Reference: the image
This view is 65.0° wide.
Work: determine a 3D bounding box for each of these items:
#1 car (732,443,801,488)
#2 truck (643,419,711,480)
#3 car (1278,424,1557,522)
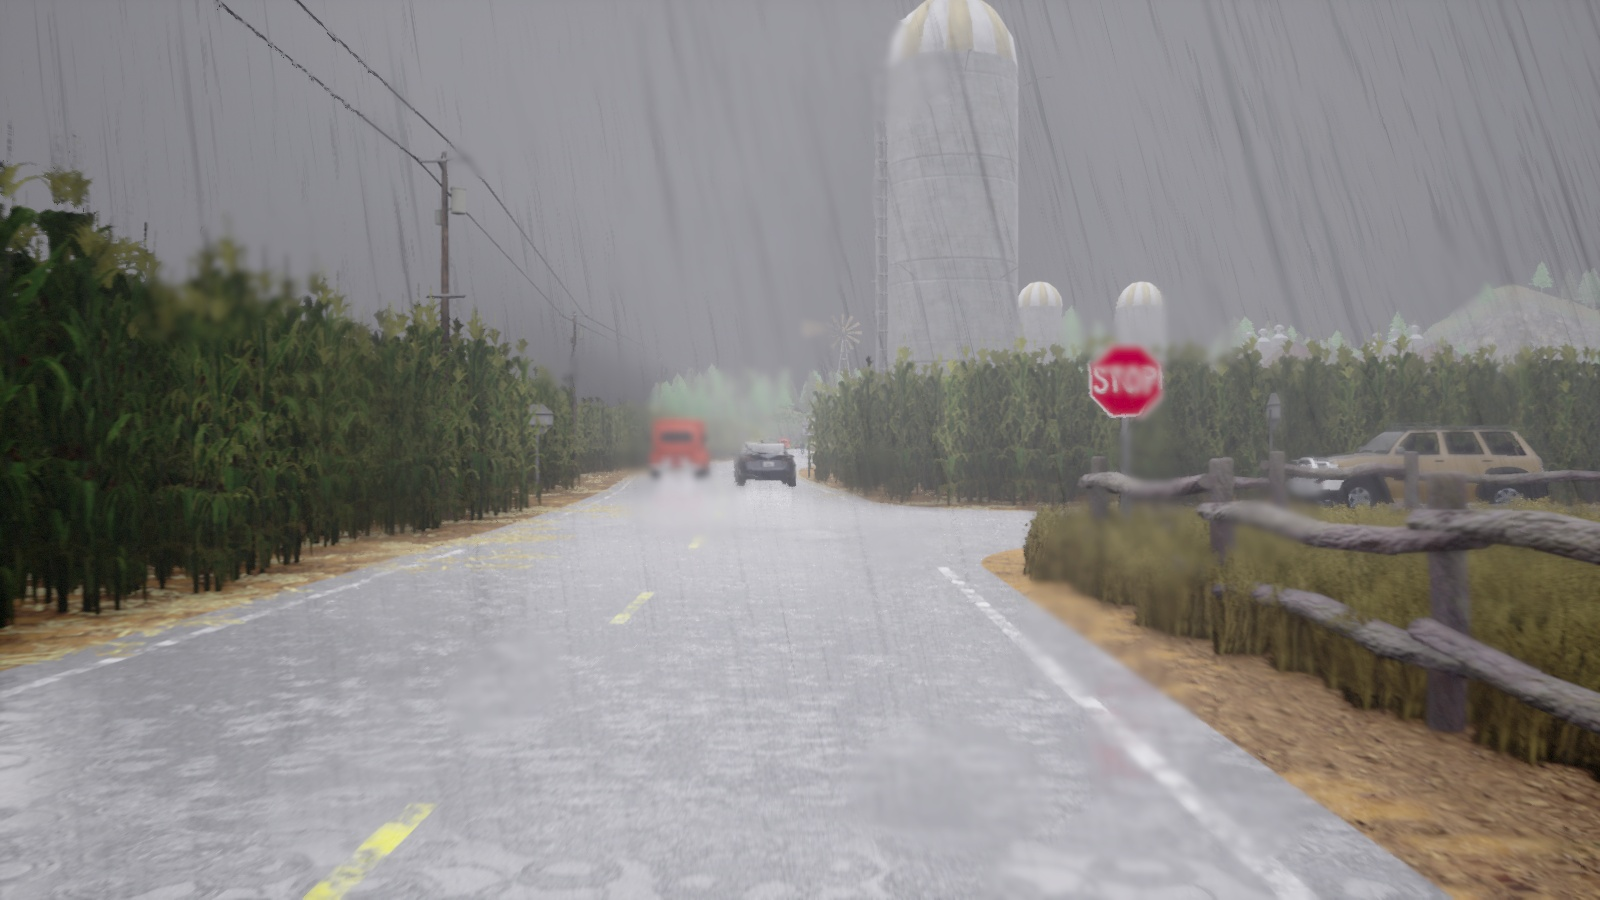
[{"bbox_3d":[-1.248,0.497,44.091,2.163,1.488,4.792,0,0,-5],"label":"car"},{"bbox_3d":[-5.152,-0.046,53.455,2.627,2.467,5.204,0,0,-3],"label":"truck"},{"bbox_3d":[12.186,0.431,24.994,4.605,1.855,1.932,0,0,0],"label":"car"}]
